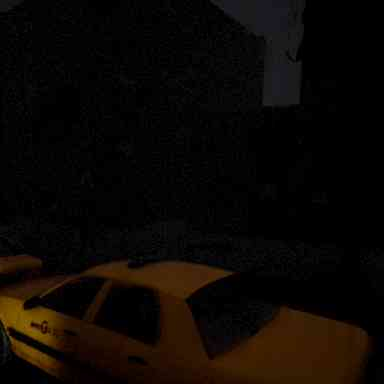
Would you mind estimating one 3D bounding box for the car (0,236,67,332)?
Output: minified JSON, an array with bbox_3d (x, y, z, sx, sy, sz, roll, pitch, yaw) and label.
[{"bbox_3d":[-5.248,1.499,7.271,5.366,1.575,1.946,0,0,35],"label":"car"}]
